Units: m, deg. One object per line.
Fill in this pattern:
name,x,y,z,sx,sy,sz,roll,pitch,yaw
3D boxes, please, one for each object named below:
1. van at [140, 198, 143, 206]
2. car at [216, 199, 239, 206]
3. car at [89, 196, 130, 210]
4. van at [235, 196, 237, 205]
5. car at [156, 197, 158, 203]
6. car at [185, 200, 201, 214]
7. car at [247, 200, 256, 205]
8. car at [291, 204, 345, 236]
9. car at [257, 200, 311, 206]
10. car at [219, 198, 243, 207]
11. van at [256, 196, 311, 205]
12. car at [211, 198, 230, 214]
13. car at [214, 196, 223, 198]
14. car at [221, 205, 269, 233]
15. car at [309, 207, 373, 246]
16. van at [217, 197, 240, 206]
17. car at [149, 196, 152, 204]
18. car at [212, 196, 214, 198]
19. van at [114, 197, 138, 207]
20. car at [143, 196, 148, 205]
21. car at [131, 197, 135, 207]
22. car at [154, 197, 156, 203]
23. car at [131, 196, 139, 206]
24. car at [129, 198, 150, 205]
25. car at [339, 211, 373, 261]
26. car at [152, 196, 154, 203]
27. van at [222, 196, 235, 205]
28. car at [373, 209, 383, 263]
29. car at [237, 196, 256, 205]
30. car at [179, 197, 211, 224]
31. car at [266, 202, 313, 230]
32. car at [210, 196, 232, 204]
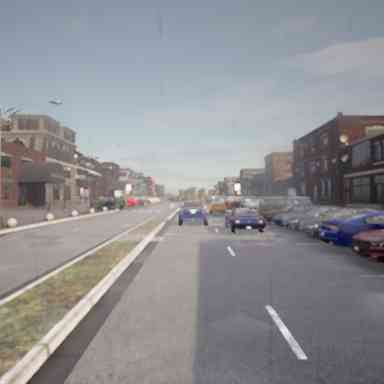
van,-13.030,1.946,68.295,4.442,1.987,1.878,0,-1,0
car,7.594,2.242,71.055,4.674,1.452,2.002,0,-1,0
car,-13.000,1.717,51.623,5.566,2.045,2.435,0,-1,0
van,7.500,1.533,37.965,4.442,1.987,1.878,0,-1,0
car,-13.064,2.380,93.429,5.366,1.575,1.946,0,-1,0
car,0.075,1.813,41.544,1.882,1.535,5.008,0,-1,0
car,7.625,1.680,29.691,4.674,1.452,2.002,0,-1,0
car,7.636,1.514,15.913,4.892,1.521,2.231,0,0,0
car,7.631,1.578,24.180,5.008,1.535,2.097,0,-1,0
car,7.631,2.019,65.541,4.553,1.767,2.185,0,-1,0
van,7.739,1.380,26.817,4.442,1.987,1.878,0,-1,0
car,3.073,1.794,40.369,1.882,1.535,5.008,0,-1,0
car,7.574,1.862,62.783,5.566,2.045,2.435,0,-1,0
car,3.088,1.664,20.283,1.895,1.301,4.718,0,0,0
car,7.627,1.499,13.156,5.008,1.535,2.097,0,0,0
van,7.482,1.948,68.299,4.442,1.987,1.878,0,-1,0
car,-12.892,2.271,79.410,5.008,1.535,2.097,0,0,0
car,7.779,2.250,76.572,5.366,1.575,1.946,0,0,0
van,-13.038,1.919,65.641,4.442,1.987,1.878,0,-1,0
car,-12.878,1.949,71.194,5.566,2.045,2.435,0,-1,0
car,-12.920,2.075,57.302,4.792,1.488,2.163,0,-1,0
car,-12.891,2.335,87.873,5.008,1.535,2.097,0,0,0
car,-12.966,1.827,59.959,5.566,2.045,2.435,0,-1,0
car,-12.923,2.322,82.189,4.792,1.488,2.163,0,0,0
car,7.638,1.488,10.400,5.008,1.535,2.097,0,0,0
car,-12.896,2.314,84.969,4.892,1.521,2.231,0,0,0
van,7.724,1.784,54.508,4.442,1.987,1.878,0,-1,0
car,7.664,1.230,7.645,5.566,2.045,2.435,0,0,0
car,7.592,1.424,32.454,5.566,2.045,2.435,0,-1,0
car,0.078,1.466,25.675,2.097,1.767,4.553,0,-1,0
car,7.597,1.582,21.425,4.792,1.488,2.163,0,0,0
car,7.615,2.091,87.605,5.566,2.045,2.435,0,0,0
